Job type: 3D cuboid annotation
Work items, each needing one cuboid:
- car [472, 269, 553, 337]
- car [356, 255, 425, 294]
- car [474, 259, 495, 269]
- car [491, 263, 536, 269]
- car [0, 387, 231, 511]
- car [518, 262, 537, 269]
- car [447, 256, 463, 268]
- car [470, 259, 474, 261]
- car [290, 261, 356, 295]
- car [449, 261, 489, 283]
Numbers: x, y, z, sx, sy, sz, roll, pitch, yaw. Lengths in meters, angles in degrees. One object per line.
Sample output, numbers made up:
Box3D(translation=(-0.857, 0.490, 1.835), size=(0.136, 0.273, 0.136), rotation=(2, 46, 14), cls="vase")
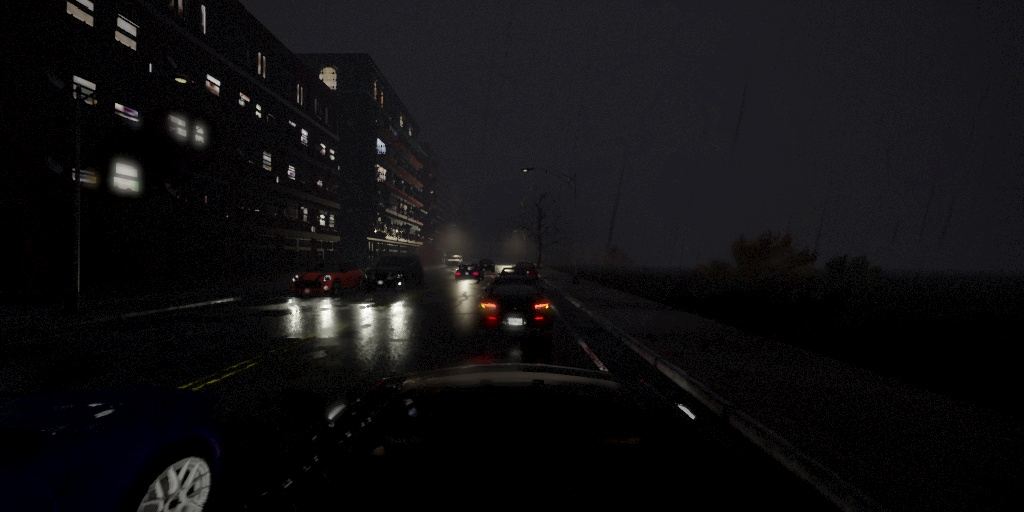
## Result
Box3D(translation=(0.075, 1.277, 10.168), size=(1.812, 1.442, 4.674), rotation=(0, 0, 0), cls="car")
Box3D(translation=(-6.639, 0.974, 20.829), size=(2.150, 2.045, 5.566), rotation=(0, 0, 0), cls="car")
Box3D(translation=(-3.195, 1.105, 44.102), size=(2.097, 1.767, 4.553), rotation=(0, 0, -3), cls="car")
Box3D(translation=(0.063, 1.317, 20.335), size=(1.994, 1.385, 4.181), rotation=(0, 0, 0), cls="car")
Box3D(translation=(-3.150, 1.227, 0.769), size=(1.882, 1.535, 5.008), rotation=(0, 0, 0), cls="car")
Box3D(translation=(1.081, 1.232, 29.863), size=(1.882, 1.535, 5.008), rotation=(0, 0, 0), cls="car")
Box3D(translation=(-9.935, 0.973, 62.652), size=(2.150, 2.045, 5.566), rotation=(0, 0, 0), cls="car")
Box3D(translation=(-6.682, 1.277, 63.831), size=(1.812, 1.442, 4.674), rotation=(0, 0, 0), cls="car")
Box3D(translation=(-9.887, 1.105, 19.546), size=(2.097, 1.767, 4.553), rotation=(0, 0, 0), cls="car")
Box3D(translation=(-3.206, 1.300, 27.866), size=(2.033, 1.411, 5.357), rotation=(0, 0, 0), cls="car")
